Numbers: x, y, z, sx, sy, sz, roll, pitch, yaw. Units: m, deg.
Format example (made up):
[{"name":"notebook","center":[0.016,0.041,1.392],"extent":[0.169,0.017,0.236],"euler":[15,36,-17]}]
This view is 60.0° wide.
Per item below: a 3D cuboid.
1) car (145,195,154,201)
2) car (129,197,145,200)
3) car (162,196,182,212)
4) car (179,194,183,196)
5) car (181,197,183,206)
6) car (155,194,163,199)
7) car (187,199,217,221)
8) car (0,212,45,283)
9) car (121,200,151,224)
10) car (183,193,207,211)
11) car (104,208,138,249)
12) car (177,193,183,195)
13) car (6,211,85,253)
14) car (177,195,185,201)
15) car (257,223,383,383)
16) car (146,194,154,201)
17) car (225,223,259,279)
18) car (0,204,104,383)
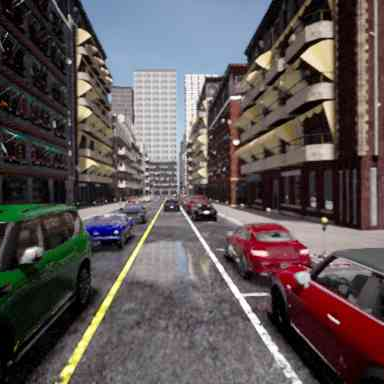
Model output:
[{"name":"car","center":[-10.170,1.515,75.420],"extent":[1.752,1.417,4.829],"euler":[-1,0,-4]},{"name":"car","center":[-8.380,1.462,47.902],"extent":[1.967,1.590,4.097],"euler":[-1,0,-4]},{"name":"car","center":[-2.356,1.485,38.897],"extent":[1.812,1.442,4.674],"euler":[-1,0,-4]},{"name":"car","center":[-0.876,1.476,53.973],"extent":[1.947,1.339,4.313],"euler":[-1,0,-4]},{"name":"car","center":[0.206,1.479,37.361],"extent":[2.008,1.369,4.403],"euler":[-1,0,-4]},{"name":"car","center":[-7.762,1.169,77.995],"extent":[1.812,1.442,4.674],"euler":[-1,0,-4]},{"name":"car","center":[0.927,1.506,26.287],"extent":[1.947,1.339,4.313],"euler":[-1,0,-4]},{"name":"car","center":[-5.855,1.501,9.141],"extent":[1.967,1.590,4.097],"euler":[-1,0,-4]},{"name":"car","center":[-4.384,1.577,24.796],"extent":[1.994,1.385,4.181],"euler":[-1,0,-4]},{"name":"car","center":[0.560,1.249,31.824],"extent":[2.192,1.841,5.009],"euler":[-1,0,-4]},{"name":"car","center":[-3.731,1.623,14.719],"extent":[1.895,1.301,4.718],"euler":[-1,0,-4]},{"name":"car","center":[-1.237,1.455,59.510],"extent":[2.008,1.369,4.403],"euler":[-1,0,-4]},{"name":"car","center":[-6.212,1.637,14.679],"extent":[1.802,1.307,4.206],"euler":[-1,0,-4]},{"name":"car","center":[-2.691,1.403,81.829],"extent":[1.752,1.417,4.829],"euler":[-1,0,-4]},{"name":"car","center":[2.375,1.401,4.138],"extent":[1.967,1.590,4.097],"euler":[-1,0,-4]},{"name":"car","center":[-10.904,1.417,86.664],"extent":[1.967,1.590,4.097],"euler":[-1,0,-4]},{"name":"car","center":[2.014,1.538,9.676],"extent":[1.802,1.307,4.206],"euler":[-1,0,-4]},{"name":"car","center":[-3.077,1.253,4.858],"extent":[2.150,2.045,5.566],"euler":[-1,0,-2]}]
